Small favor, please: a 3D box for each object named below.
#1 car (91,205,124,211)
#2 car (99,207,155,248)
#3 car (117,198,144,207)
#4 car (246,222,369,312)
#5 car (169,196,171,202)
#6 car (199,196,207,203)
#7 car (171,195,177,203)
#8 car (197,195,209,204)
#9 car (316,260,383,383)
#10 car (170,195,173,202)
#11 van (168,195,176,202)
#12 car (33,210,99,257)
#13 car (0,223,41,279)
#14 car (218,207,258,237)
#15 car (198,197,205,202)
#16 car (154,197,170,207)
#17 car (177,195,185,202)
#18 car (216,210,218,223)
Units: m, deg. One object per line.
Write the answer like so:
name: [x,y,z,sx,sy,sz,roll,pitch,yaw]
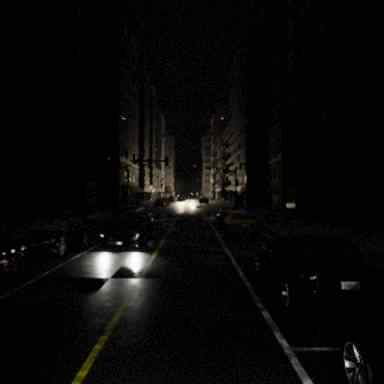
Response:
car: [-5.375,1.646,18.458,2.008,1.369,4.403,0,0,0]
car: [-2.839,1.629,15.621,2.033,1.411,5.357,0,0,0]
car: [-5.368,1.462,29.284,2.192,1.841,5.009,0,0,0]
car: [2.643,1.607,7.617,1.947,1.339,4.313,0,0,0]
car: [-5.346,1.842,61.200,1.887,1.381,4.507,0,0,0]
car: [2.694,1.832,83.005,1.967,1.590,4.097,0,0,0]
car: [-5.332,1.959,83.016,1.947,1.339,4.313,0,0,0]
car: [2.686,1.785,72.096,1.967,1.590,4.097,0,0,0]
car: [2.639,1.578,2.205,1.947,1.339,4.313,0,0,0]
car: [-5.343,1.846,66.484,1.752,1.417,4.829,0,0,0]
van: [-5.328,1.757,88.470,1.690,1.788,3.998,0,0,0]
car: [-5.379,1.620,13.045,2.008,1.369,4.403,0,0,0]
car: [-5.383,1.624,7.632,1.802,1.307,4.206,0,0,0]
car: [2.650,1.620,18.614,1.752,1.417,4.829,0,0,0]
car: [2.701,1.989,93.913,2.008,1.369,4.403,0,0,0]
car: [-5.350,1.823,55.746,2.008,1.369,4.403,0,0,0]
car: [-2.693,1.863,85.417,1.882,1.535,5.008,0,0,0]
car: [2.654,1.702,23.856,1.802,1.307,4.206,0,0,0]
